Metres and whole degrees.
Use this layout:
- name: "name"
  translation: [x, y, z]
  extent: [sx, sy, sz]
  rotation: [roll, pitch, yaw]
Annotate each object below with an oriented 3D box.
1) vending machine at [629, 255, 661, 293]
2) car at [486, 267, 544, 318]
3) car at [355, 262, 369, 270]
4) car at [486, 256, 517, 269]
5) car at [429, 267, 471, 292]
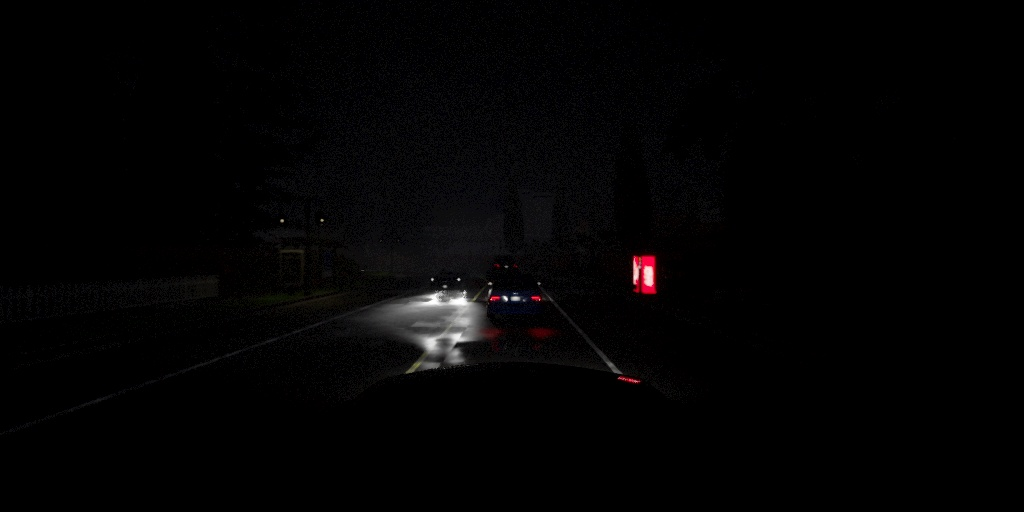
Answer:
- name: "vending machine"
  translation: [6.890, 0.949, 18.623]
  extent: [1.100, 2.100, 0.880]
  rotation: [0, 0, 0]
- name: "car"
  translation: [0.103, 1.300, 13.018]
  extent: [2.033, 1.411, 5.357]
  rotation: [0, 0, 0]
- name: "car"
  translation: [-25.361, 1.626, 57.632]
  extent: [4.718, 1.301, 1.895]
  rotation: [-1, -1, 26]
- name: "car"
  translation: [-0.993, 0.985, 32.526]
  extent: [2.150, 2.045, 5.566]
  rotation: [0, 0, -11]
- name: "car"
  translation: [-3.651, 1.355, 21.686]
  extent: [1.895, 1.301, 4.718]
  rotation: [0, 0, -1]
